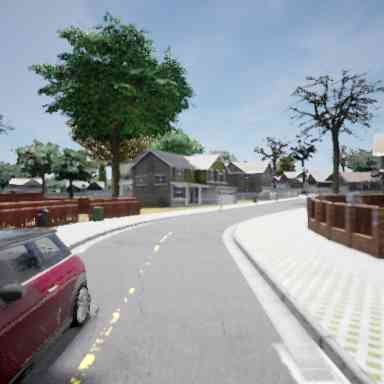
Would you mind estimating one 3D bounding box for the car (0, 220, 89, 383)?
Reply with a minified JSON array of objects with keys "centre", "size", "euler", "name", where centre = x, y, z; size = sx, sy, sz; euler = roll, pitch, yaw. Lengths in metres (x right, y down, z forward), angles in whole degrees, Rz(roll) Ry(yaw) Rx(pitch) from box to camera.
[{"centre":[-2.832,1.341,3.872],"size":[2.097,1.767,4.553],"euler":[0,0,0],"name":"car"}]
